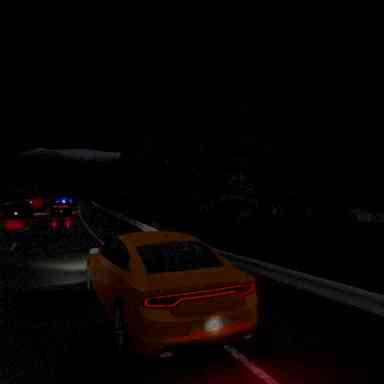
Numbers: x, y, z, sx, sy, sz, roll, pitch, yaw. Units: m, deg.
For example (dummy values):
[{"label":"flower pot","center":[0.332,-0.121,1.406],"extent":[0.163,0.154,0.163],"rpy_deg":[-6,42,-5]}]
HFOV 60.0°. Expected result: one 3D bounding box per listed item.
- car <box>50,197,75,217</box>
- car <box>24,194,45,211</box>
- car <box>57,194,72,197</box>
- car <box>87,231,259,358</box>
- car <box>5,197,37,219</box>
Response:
[{"label":"car","center":[-12.268,1.491,31.408],"extent":[2.128,1.511,4.902],"rpy_deg":[0,0,-19]},{"label":"car","center":[-18.841,1.221,39.589],"extent":[2.150,2.045,5.566],"rpy_deg":[0,0,-19]},{"label":"car","center":[-15.778,1.221,41.271],"extent":[2.150,2.045,5.566],"rpy_deg":[0,0,-19]},{"label":"car","center":[-0.780,1.478,6.321],"extent":[1.882,1.535,5.008],"rpy_deg":[0,0,-25]},{"label":"car","center":[-15.325,1.504,29.696],"extent":[1.837,1.490,4.892],"rpy_deg":[0,0,-20]}]
